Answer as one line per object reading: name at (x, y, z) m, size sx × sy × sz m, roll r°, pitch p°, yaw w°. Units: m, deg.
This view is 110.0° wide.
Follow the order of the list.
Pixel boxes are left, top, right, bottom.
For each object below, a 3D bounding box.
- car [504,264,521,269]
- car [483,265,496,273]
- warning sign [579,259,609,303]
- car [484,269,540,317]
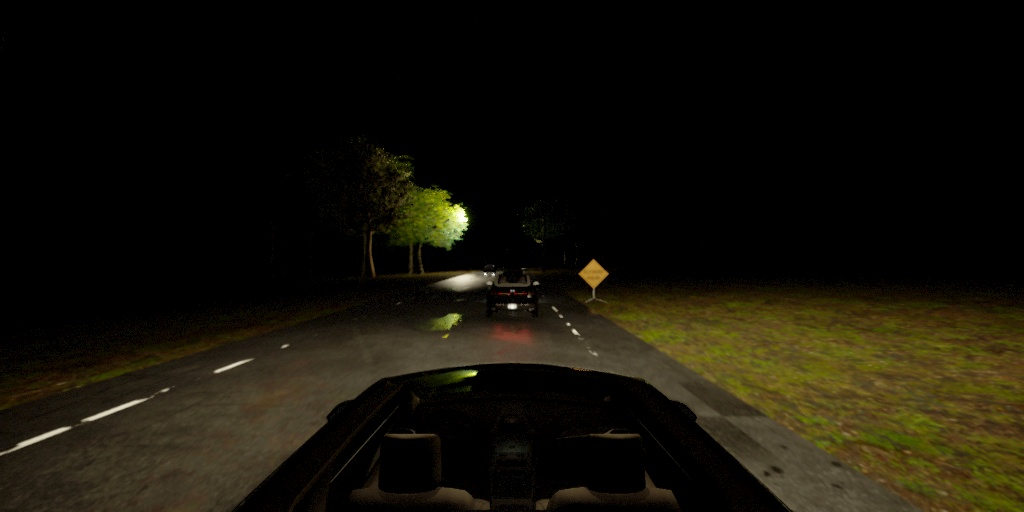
car at (0.032, 1.626, 29.185) m, size 1.837 × 1.490 × 4.892 m, roll 0°, pitch 0°, yaw 1°
car at (-3.575, 2.112, 58.551) m, size 2.033 × 1.411 × 5.357 m, roll 0°, pitch -1°, yaw 1°
warning sign at (3.544, 1.052, 15.555) m, size 1.300 × 1.860 × 1.060 m, roll 0°, pitch 0°, yaw 0°
car at (0.037, 1.424, 14.164) m, size 1.837 × 1.490 × 4.892 m, roll 0°, pitch 0°, yaw 1°
